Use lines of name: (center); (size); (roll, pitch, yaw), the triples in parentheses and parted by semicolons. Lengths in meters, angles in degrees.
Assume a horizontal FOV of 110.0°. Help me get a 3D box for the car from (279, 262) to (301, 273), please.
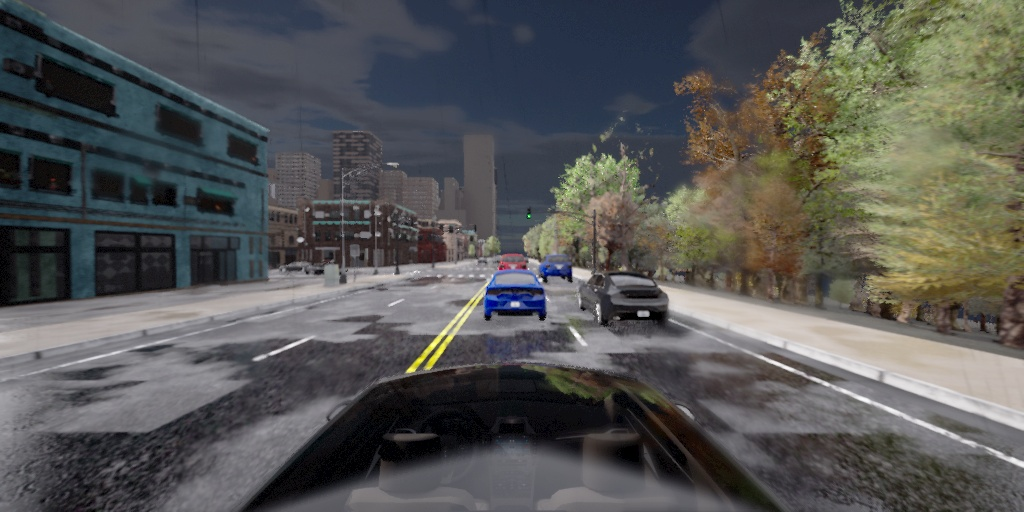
car: (-28.303, 1.461, 47.343); (4.403, 1.370, 2.007); (0, 0, 0)

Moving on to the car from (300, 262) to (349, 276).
car: (-19.965, 1.483, 38.836); (4.313, 1.339, 1.948); (0, 0, 0)

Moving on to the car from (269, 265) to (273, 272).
car: (-33.838, 1.556, 47.347); (4.207, 1.307, 1.802); (0, 0, 0)

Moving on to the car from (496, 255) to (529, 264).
car: (0.063, 0.909, 28.169); (2.150, 2.045, 5.566); (0, 0, -1)

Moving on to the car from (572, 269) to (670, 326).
car: (3.346, 1.231, 11.548); (1.837, 1.490, 4.892); (0, 0, 0)

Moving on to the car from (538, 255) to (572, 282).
car: (3.338, 0.909, 28.012); (2.150, 2.045, 5.566); (0, 0, 0)

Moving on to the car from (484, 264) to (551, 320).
car: (0.095, 1.202, 12.561); (1.882, 1.535, 5.008); (0, 0, 0)
